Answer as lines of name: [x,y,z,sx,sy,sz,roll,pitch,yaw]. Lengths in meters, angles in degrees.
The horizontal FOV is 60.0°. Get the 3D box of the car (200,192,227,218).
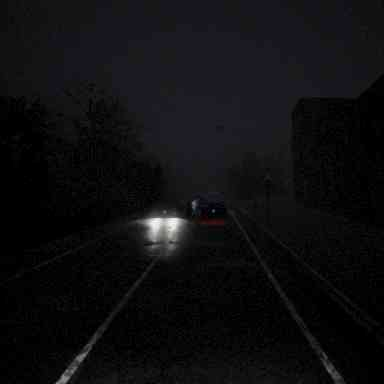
car: [1.630,1.028,25.076,1.882,1.535,5.008,0,2,4]

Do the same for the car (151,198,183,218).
car: [-1.787,1.148,25.220,1.994,1.385,4.181,0,1,4]

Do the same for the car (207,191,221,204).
car: [2.909,0.682,43.903,1.812,1.442,4.674,-2,1,4]
